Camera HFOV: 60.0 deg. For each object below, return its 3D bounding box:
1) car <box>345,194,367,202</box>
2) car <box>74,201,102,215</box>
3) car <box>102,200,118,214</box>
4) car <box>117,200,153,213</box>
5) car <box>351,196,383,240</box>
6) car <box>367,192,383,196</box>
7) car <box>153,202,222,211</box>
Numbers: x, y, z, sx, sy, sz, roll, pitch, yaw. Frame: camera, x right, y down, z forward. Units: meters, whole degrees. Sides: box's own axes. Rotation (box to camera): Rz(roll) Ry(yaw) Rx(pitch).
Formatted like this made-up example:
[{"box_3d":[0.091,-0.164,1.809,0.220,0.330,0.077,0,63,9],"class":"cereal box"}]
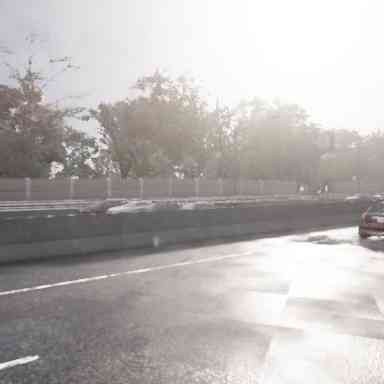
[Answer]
[{"box_3d":[26.642,1.010,53.012,5.357,1.411,2.033,-1,0,-35],"class":"car"},{"box_3d":[-7.341,1.435,28.853,5.357,1.411,2.033,-1,0,-36],"class":"car"},{"box_3d":[-4.447,1.402,26.631,4.674,1.442,1.812,-1,0,-35],"class":"car"},{"box_3d":[-2.251,1.422,23.886,5.357,1.411,2.033,-1,0,-36],"class":"car"},{"box_3d":[9.421,1.183,14.770,4.553,1.767,2.097,-1,0,-35],"class":"car"},{"box_3d":[29.178,0.809,50.535,4.553,1.767,2.097,-1,0,-35],"class":"car"},{"box_3d":[0.144,1.395,21.295,4.674,1.442,1.812,-1,0,-35],"class":"car"}]
